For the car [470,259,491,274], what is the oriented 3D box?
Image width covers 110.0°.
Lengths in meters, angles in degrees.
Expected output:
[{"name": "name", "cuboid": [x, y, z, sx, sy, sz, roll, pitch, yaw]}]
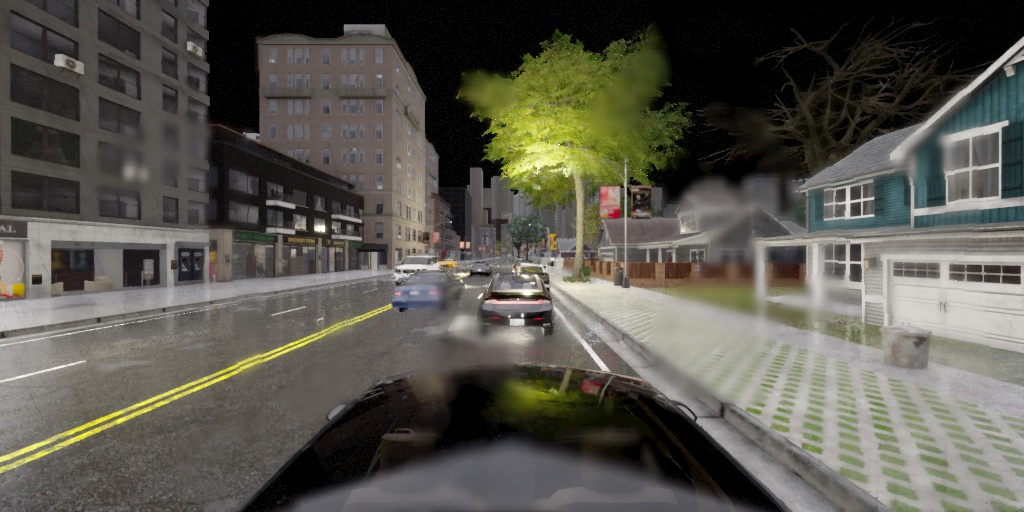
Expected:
[{"name": "car", "cuboid": [-3.032, 1.288, 35.610, 1.994, 1.385, 4.181, 0, 0, 0]}]

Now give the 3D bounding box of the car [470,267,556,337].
[{"name": "car", "cuboid": [0.128, 1.239, 10.296, 2.128, 1.511, 4.902, 0, 0, 0]}]

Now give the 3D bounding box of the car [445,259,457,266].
[{"name": "car", "cuboid": [-9.654, 1.184, 54.593, 1.882, 1.535, 5.008, 0, 0, 0]}]

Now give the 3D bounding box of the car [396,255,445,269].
[{"name": "car", "cuboid": [-6.517, 0.957, 25.230, 2.150, 2.045, 5.566, 0, 0, 0]}]

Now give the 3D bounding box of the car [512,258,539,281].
[{"name": "car", "cuboid": [1.074, 1.081, 30.406, 2.097, 1.767, 4.553, 0, 0, 0]}]

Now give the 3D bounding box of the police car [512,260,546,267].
[{"name": "police car", "cuboid": [1.040, 1.165, 20.545, 1.930, 1.638, 5.238, 0, 0, 0]}]

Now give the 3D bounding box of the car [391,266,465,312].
[{"name": "car", "cuboid": [-3.116, 1.292, 14.246, 2.033, 1.411, 5.357, 0, 0, 0]}]
